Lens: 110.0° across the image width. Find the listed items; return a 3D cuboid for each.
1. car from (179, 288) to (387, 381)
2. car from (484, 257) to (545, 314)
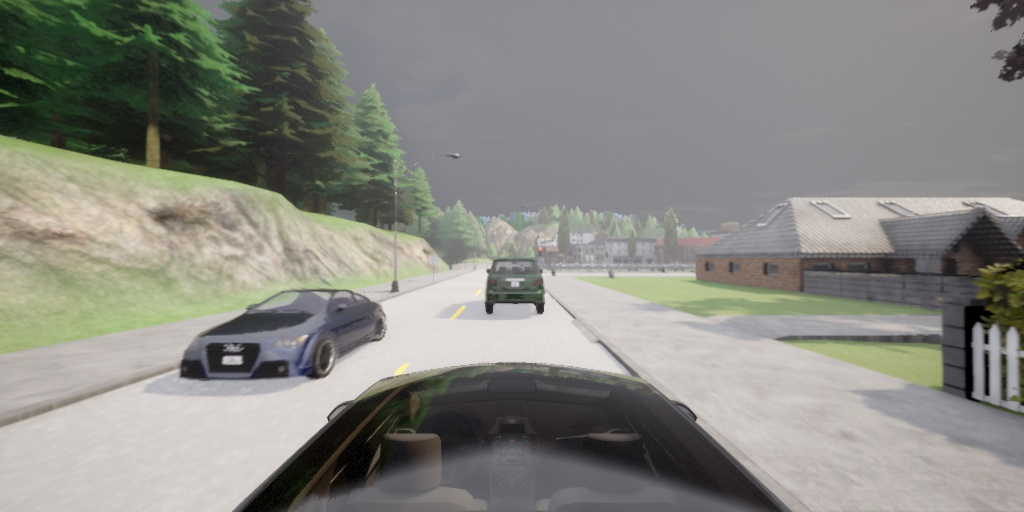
[{"bbox_3d":[-4.095,1.358,7.247,1.994,1.385,4.181,0,-1,0],"label":"car"},{"bbox_3d":[0.098,1.070,14.589,2.150,2.045,5.566,0,-1,0],"label":"car"}]
